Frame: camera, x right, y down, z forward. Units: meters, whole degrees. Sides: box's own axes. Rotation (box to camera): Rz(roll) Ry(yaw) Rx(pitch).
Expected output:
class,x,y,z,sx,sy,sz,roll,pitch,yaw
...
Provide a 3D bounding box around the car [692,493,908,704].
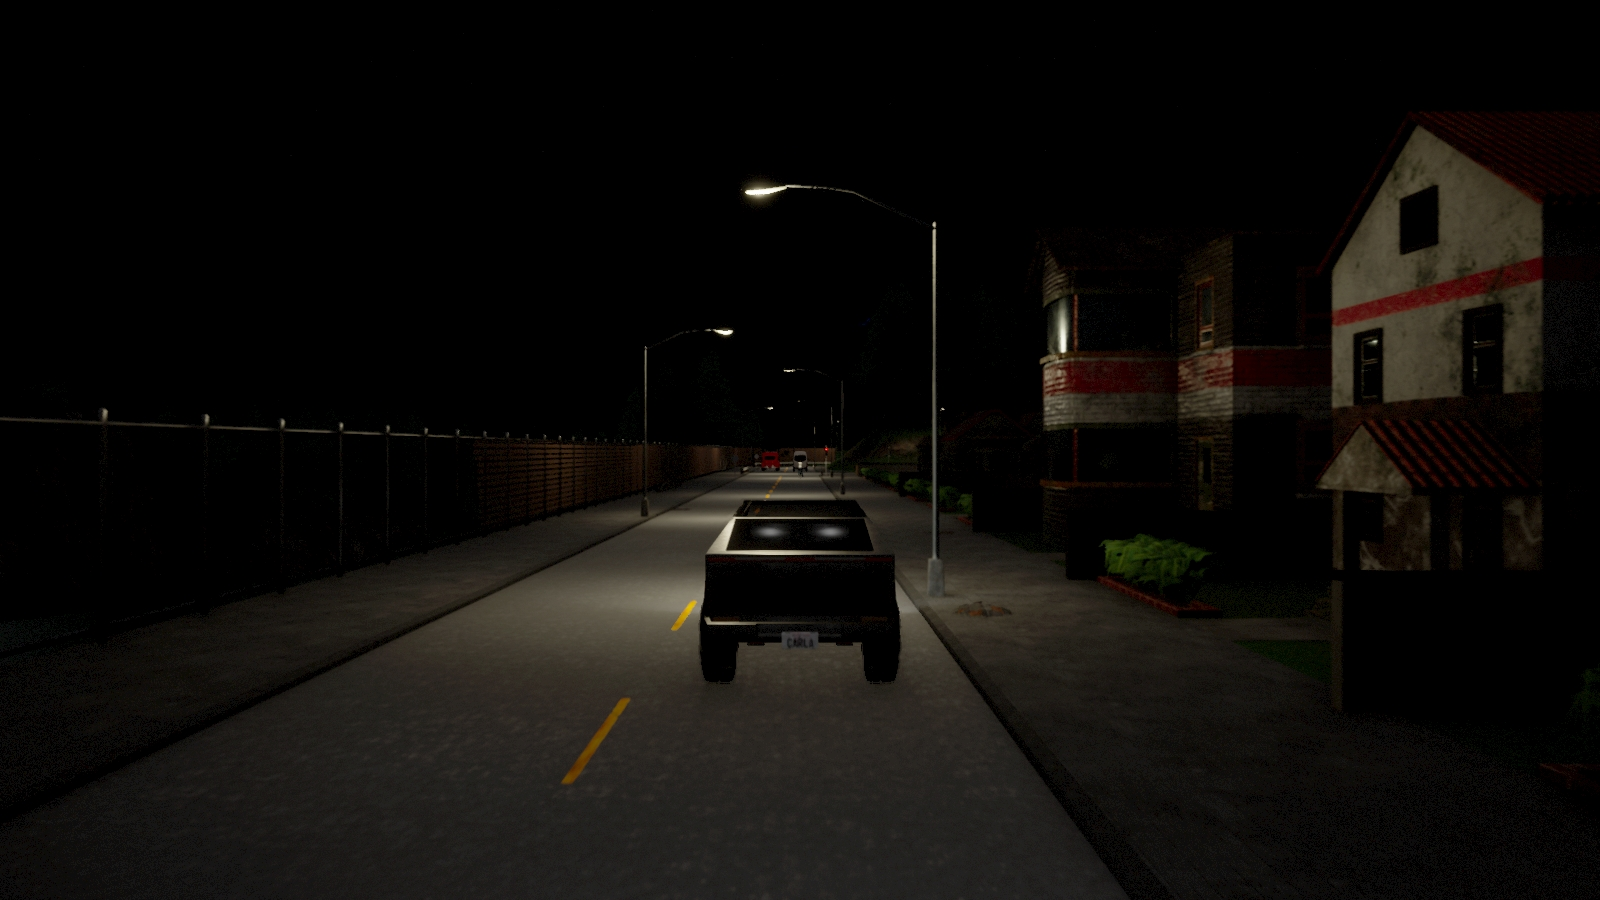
class,x,y,z,sx,sy,sz,roll,pitch,yaw
car,0.001,1.753,15.731,2.390,2.098,6.274,0,0,0
